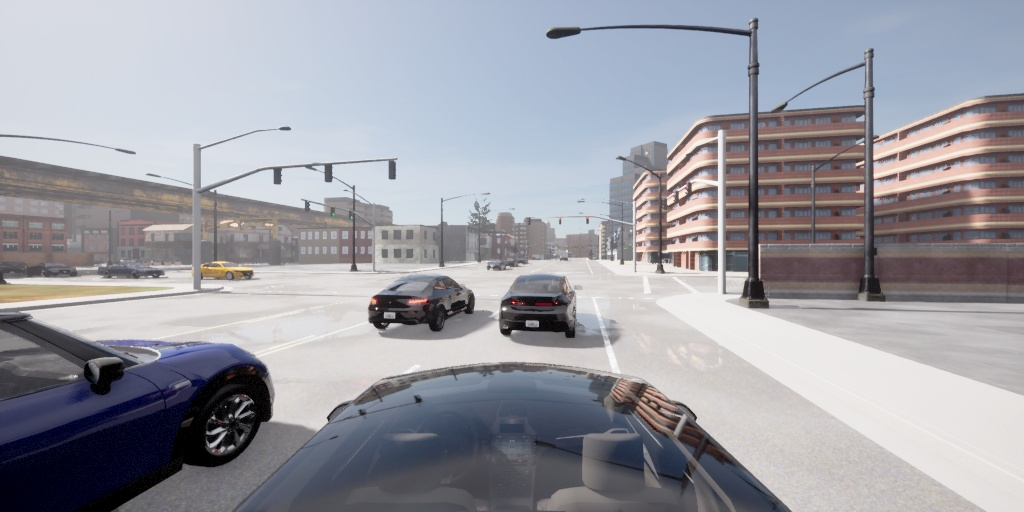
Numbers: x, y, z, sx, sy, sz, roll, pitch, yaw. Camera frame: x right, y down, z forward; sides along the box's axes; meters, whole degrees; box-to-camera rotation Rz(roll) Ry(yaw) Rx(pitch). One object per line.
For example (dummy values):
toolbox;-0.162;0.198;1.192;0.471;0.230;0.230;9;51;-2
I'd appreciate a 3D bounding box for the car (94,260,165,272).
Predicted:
car;-34.267;1.297;32.211;5.357;1.411;2.033;0;0;9

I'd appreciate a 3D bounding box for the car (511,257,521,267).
car;-0.251;0.957;57.367;1.882;1.535;5.008;0;1;11

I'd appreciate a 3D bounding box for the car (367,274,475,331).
car;-2.540;1.276;10.953;1.812;1.442;4.674;0;0;11

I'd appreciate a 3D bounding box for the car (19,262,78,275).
car;-43.986;1.314;34.241;4.181;1.385;1.994;0;0;15

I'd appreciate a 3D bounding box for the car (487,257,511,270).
car;-2.047;1.106;48.090;2.128;1.511;4.902;0;1;11

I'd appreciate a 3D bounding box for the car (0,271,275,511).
car;-3.858;1.102;2.175;2.097;1.767;4.553;0;0;6

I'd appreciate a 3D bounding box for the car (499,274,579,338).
car;0.906;1.255;10.314;1.837;1.490;4.892;0;0;11

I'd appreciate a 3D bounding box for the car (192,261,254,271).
car;-24.608;1.228;30.581;5.008;1.535;1.882;0;0;10
